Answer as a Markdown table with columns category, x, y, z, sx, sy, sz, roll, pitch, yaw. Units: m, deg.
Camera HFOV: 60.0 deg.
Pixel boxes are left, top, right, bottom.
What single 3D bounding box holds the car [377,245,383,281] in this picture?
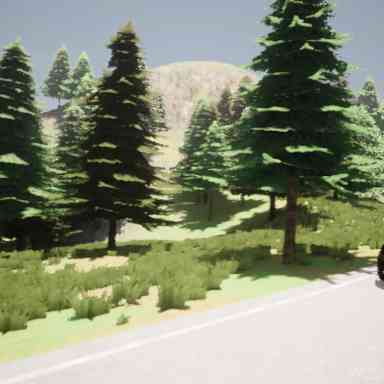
| category | x | y | z | sx | sy | sz | roll | pitch | yaw |
| --- | --- | --- | --- | --- | --- | --- | --- | --- | --- |
| car | 6.659 | 1.476 | 8.721 | 5.008 | 1.535 | 1.882 | 0 | 1 | -40 |
